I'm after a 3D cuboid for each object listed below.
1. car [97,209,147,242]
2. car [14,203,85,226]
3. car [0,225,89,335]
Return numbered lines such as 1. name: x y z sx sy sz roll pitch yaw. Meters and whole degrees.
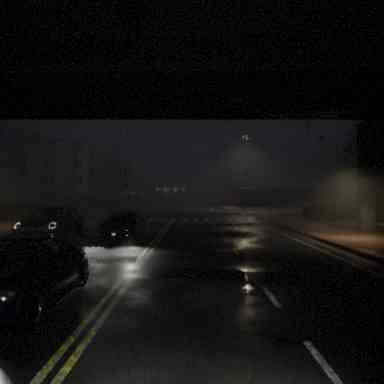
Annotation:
1. car: -3.503 1.664 17.303 1.837 1.490 4.892 0 -1 0
2. car: -7.008 1.501 16.706 2.097 1.767 4.553 0 0 0
3. car: -3.592 1.627 6.769 1.994 1.385 4.181 0 -1 0
